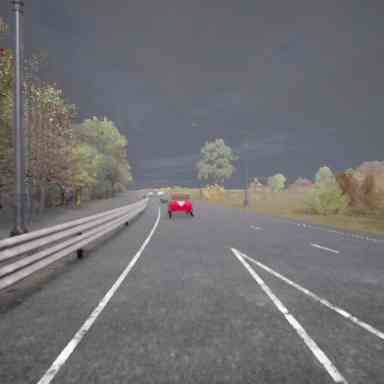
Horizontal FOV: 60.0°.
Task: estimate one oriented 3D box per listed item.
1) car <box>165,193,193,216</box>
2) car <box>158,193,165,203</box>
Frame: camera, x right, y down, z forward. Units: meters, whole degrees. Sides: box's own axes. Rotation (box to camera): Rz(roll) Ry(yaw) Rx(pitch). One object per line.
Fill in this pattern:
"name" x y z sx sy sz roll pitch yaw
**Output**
"car" -1.144 1.105 30.741 2.150 2.045 5.566 0 0 -5
"car" -4.783 1.272 59.793 1.994 1.385 4.181 0 0 -9
